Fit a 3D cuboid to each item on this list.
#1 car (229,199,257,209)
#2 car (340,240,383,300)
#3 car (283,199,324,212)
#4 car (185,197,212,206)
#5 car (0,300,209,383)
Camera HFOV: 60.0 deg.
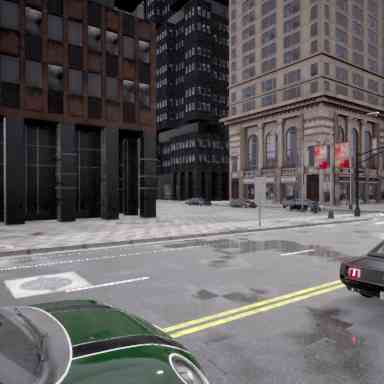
[{"bbox_3d":[7.050,1.601,46.215,1.994,1.385,4.181,0,0,-36],"label":"car"},{"bbox_3d":[5.347,1.601,7.255,4.718,1.301,1.895,0,0,-35],"label":"car"},{"bbox_3d":[12.717,1.518,38.213,2.128,1.511,4.902,0,0,-35],"label":"car"},{"bbox_3d":[0.986,1.598,54.809,2.033,1.411,5.357,0,0,-36],"label":"car"},{"bbox_3d":[-1.997,1.352,2.014,4.553,1.767,2.097,0,0,-35],"label":"car"}]
